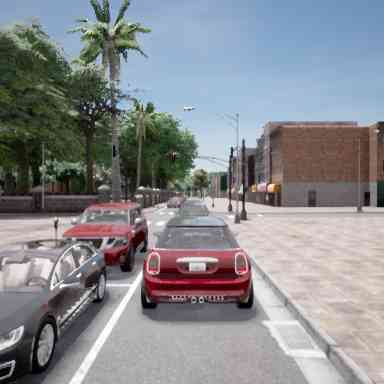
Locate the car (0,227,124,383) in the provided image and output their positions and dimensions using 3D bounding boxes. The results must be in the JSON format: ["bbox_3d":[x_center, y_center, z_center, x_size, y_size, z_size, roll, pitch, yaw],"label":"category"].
[{"bbox_3d":[-2.638,1.550,5.489,2.008,1.369,4.403,0,0,0],"label":"car"}]

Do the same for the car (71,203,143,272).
[{"bbox_3d":[-2.639,1.317,10.953,2.192,1.841,5.009,0,0,0],"label":"car"}]

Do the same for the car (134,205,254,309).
[{"bbox_3d":[0.098,1.352,8.028,2.097,1.767,4.553,0,0,0],"label":"car"}]

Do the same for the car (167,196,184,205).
[{"bbox_3d":[-2.640,1.535,49.102,1.967,1.590,4.097,0,0,0],"label":"car"}]

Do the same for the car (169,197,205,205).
[{"bbox_3d":[0.075,1.360,17.802,2.097,1.767,4.553,0,0,-1],"label":"car"}]
